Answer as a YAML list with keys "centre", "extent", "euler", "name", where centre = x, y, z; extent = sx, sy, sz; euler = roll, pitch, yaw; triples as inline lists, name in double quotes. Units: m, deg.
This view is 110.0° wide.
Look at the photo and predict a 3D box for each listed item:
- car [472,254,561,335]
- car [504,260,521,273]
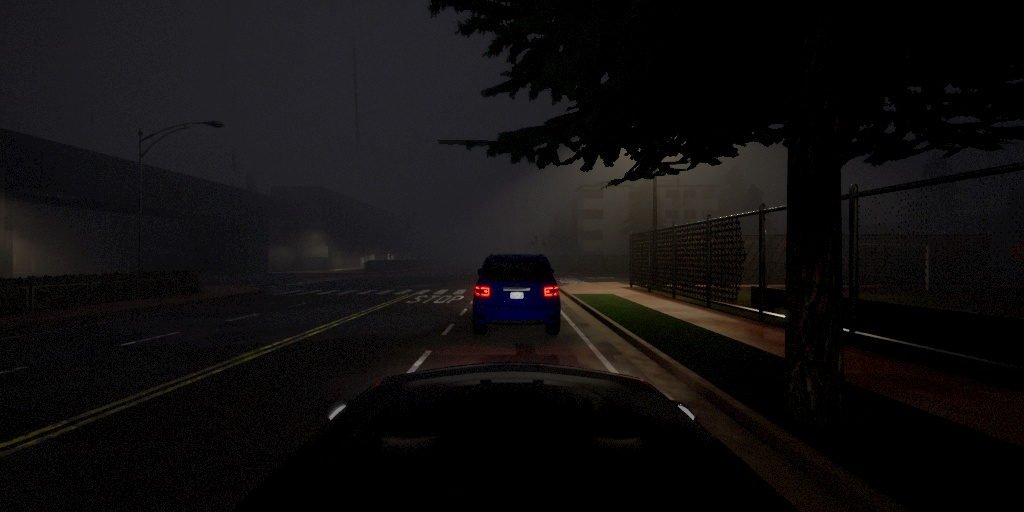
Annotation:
- centre: [0.115, 0.972, 10.673]
  extent: [2.150, 2.045, 5.566]
  euler: [0, 0, 0]
  name: "car"
- centre: [0.025, 1.242, 45.548]
  extent: [2.128, 1.511, 4.902]
  euler: [0, 0, 0]
  name: "car"
